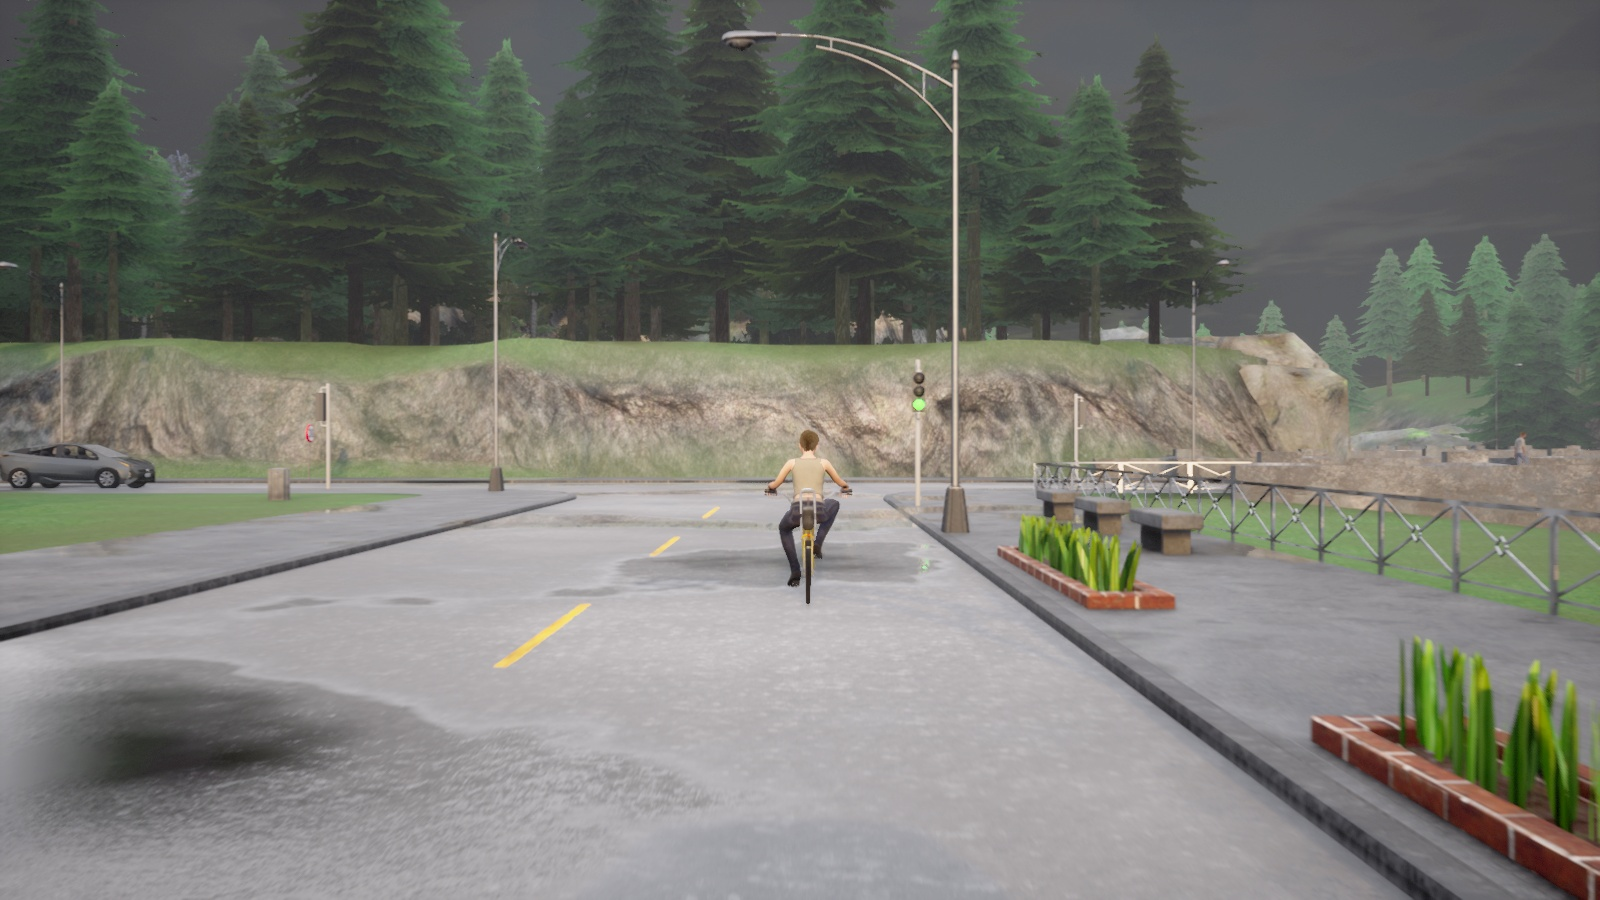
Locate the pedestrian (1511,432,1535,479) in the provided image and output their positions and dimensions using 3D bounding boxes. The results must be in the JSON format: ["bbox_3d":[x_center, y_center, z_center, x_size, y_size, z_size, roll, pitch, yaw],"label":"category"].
[{"bbox_3d":[28.101,0.204,48.797,0.706,1.836,0.354,0,0,2],"label":"pedestrian"}]

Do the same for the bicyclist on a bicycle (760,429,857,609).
[{"bbox_3d":[0.079,0.615,11.990,0.866,1.612,1.509,0,0,1],"label":"bicyclist on a bicycle"}]

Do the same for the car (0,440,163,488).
[{"bbox_3d":[-23.475,0.444,40.827,4.514,1.525,2.007,0,0,0],"label":"car"}]
